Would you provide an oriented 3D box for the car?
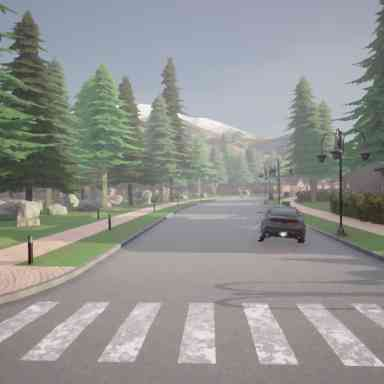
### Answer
[{"bbox_3d":[4.152,1.389,15.642,1.837,1.490,4.892,4,1,12],"label":"car"}]
